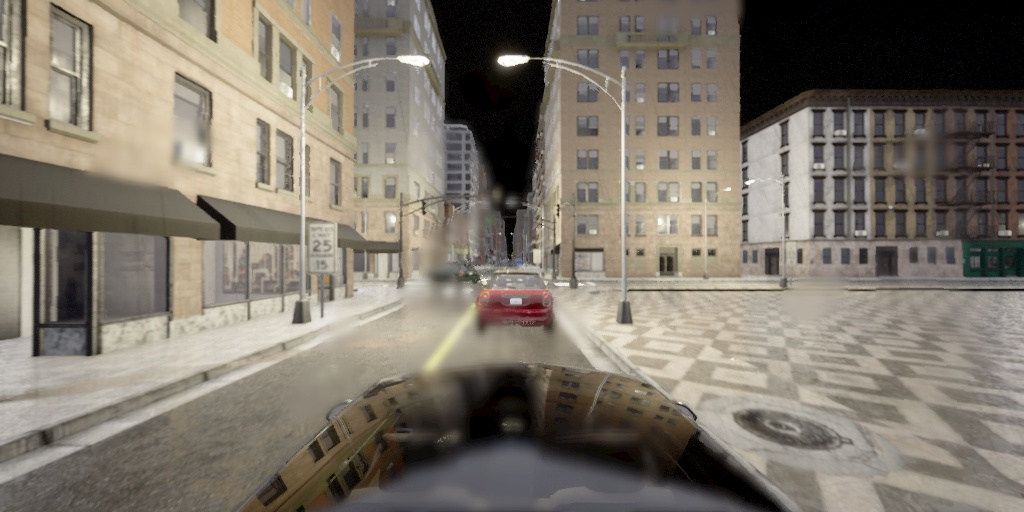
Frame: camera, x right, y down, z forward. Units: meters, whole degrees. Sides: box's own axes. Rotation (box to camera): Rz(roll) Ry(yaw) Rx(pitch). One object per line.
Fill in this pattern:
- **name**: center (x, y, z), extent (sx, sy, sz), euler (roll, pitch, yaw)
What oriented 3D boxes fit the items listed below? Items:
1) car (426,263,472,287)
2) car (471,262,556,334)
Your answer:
- **car**: center (-4.671, 1.343, 27.755), extent (4.553, 1.767, 2.097), euler (0, 0, 40)
- **car**: center (0.103, 1.189, 11.171), extent (2.097, 1.767, 4.553), euler (0, -1, 0)
